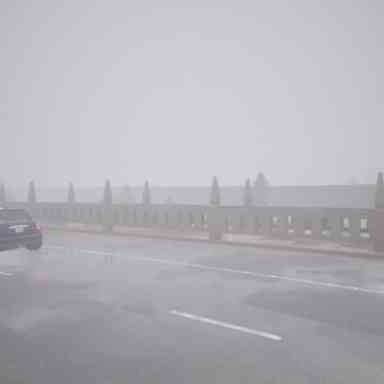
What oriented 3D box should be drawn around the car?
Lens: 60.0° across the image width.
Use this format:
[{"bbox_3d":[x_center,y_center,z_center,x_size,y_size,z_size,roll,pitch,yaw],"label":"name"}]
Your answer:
[{"bbox_3d":[-7.817,1.333,12.473,4.553,1.767,2.097,0,0,28],"label":"car"}]
